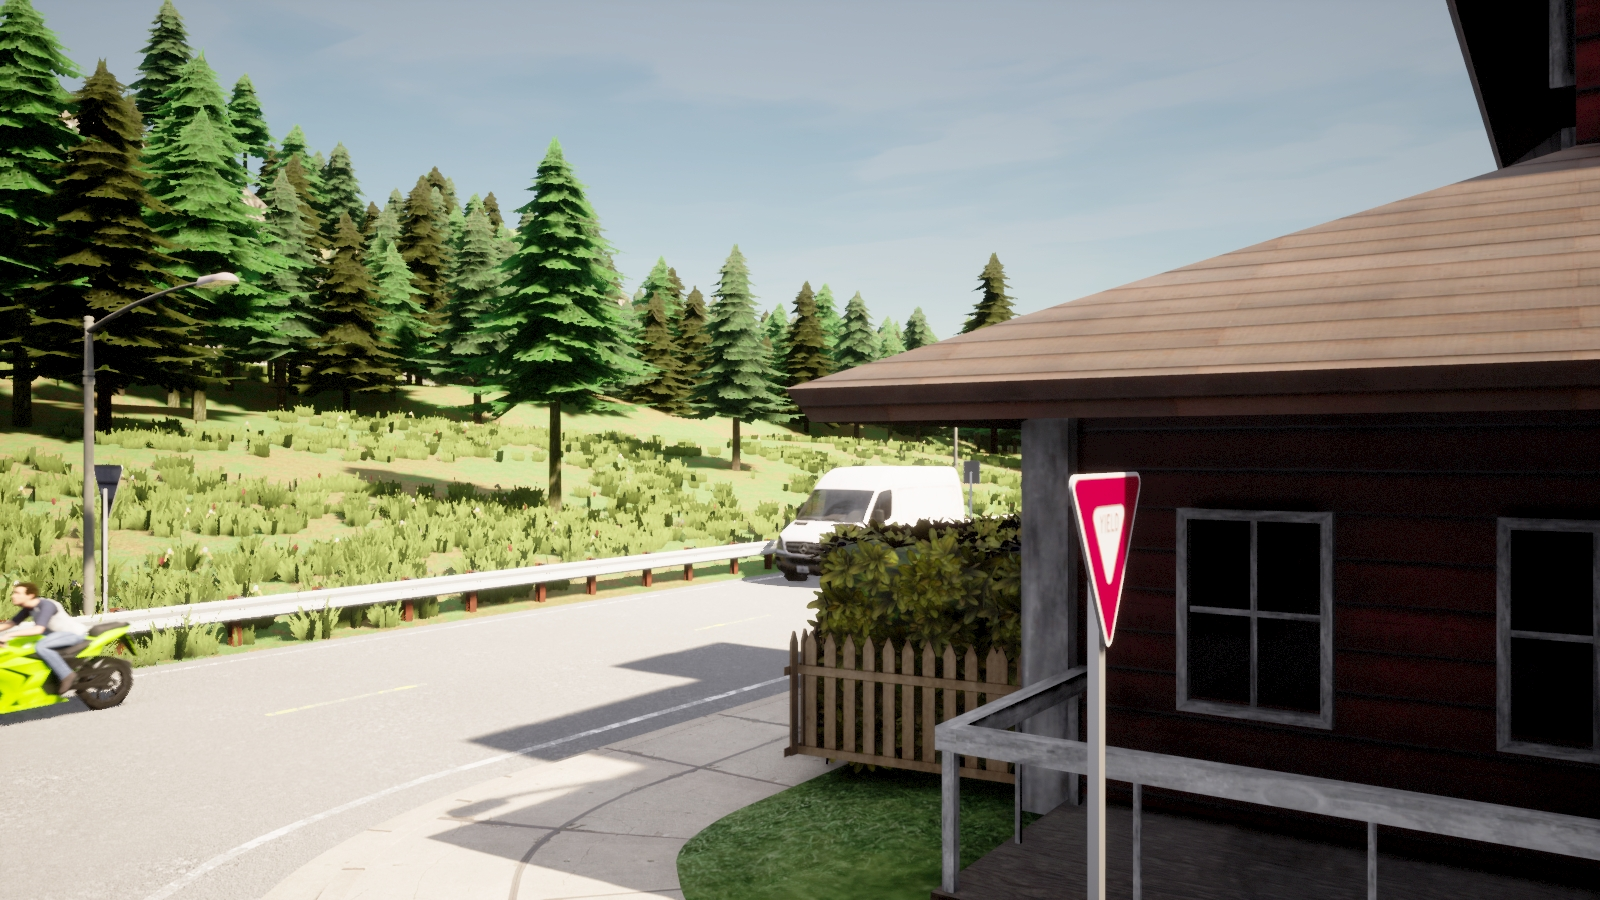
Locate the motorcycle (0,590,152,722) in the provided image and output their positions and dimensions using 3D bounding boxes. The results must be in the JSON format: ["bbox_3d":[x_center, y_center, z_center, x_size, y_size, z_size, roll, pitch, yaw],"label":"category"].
[{"bbox_3d":[-8.254,2.213,12.345,0.803,1.145,2.033,0,0,35],"label":"motorcycle"}]

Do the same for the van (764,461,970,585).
[{"bbox_3d":[1.733,1.536,26.668,1.988,2.561,5.915,0,0,35],"label":"van"}]
